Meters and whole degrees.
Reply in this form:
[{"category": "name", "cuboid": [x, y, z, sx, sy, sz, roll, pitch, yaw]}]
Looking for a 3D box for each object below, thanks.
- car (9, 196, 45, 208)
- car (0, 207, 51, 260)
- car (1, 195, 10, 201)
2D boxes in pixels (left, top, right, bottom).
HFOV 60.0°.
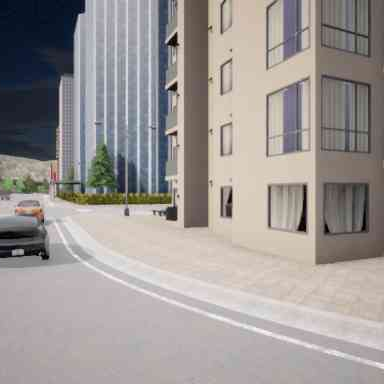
[{"category": "car", "cuboid": [-12.347, 1.365, 25.251, 2.097, 1.767, 4.553, 0, 0, -25]}, {"category": "car", "cuboid": [-6.194, 1.515, 11.872, 1.837, 1.490, 4.892, 0, 0, -27]}, {"category": "car", "cuboid": [-46.695, 1.491, 83.495, 1.837, 1.490, 4.892, 0, 0, -25]}]
